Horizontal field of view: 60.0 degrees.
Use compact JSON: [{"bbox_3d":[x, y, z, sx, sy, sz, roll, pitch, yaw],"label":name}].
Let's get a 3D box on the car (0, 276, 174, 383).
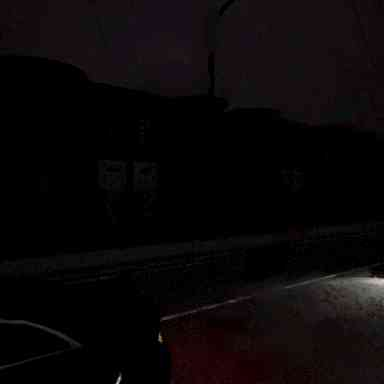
[{"bbox_3d":[-2.451,1.492,2.244,4.902,1.511,2.128,0,0,-35],"label":"car"}]
